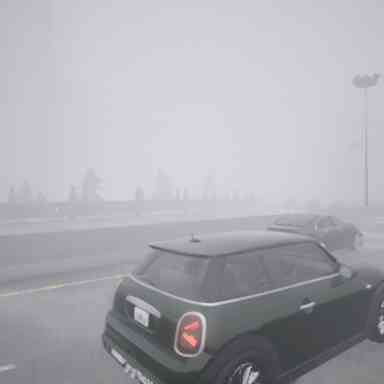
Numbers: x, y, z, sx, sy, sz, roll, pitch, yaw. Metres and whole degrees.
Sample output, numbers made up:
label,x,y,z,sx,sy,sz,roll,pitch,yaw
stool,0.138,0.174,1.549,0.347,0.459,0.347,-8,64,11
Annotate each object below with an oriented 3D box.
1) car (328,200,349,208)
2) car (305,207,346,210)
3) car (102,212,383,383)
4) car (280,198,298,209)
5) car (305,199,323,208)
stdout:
label,x,y,z,sx,sy,sz,roll,pitch,yaw
car,17.462,1.690,39.605,1.994,1.385,4.181,0,0,30
car,4.603,1.526,12.362,4.892,1.490,1.837,0,0,-42
car,1.131,1.361,4.897,4.553,1.767,2.097,0,0,-38
car,14.090,1.711,48.087,1.837,1.490,4.892,0,-1,26
car,16.672,1.651,45.418,1.882,1.535,5.008,0,0,27
